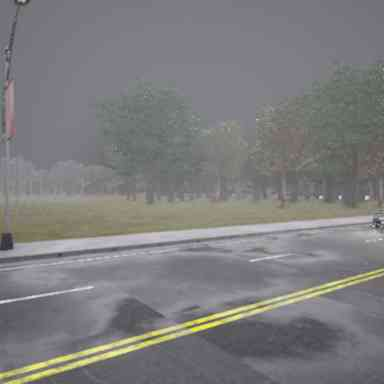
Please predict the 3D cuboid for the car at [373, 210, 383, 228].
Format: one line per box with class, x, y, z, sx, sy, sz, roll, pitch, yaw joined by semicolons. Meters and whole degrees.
car;13.476;1.540;21.281;4.902;1.511;2.128;0;0;-35
